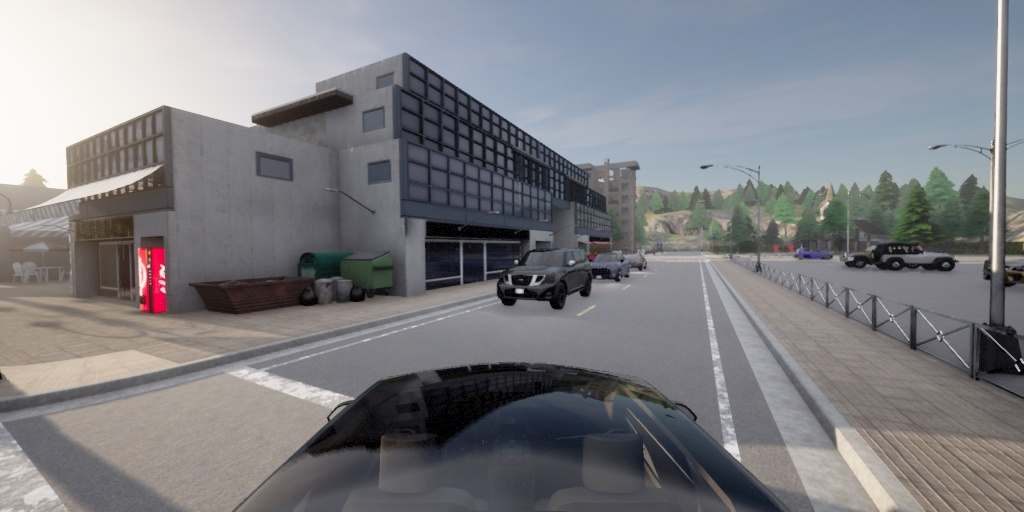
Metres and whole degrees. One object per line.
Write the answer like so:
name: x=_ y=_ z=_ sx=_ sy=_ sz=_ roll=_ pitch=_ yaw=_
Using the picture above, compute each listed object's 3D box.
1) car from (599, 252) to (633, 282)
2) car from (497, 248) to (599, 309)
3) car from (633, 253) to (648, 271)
car: x=6.039 y=0.580 z=22.643 sx=2.097 sy=1.767 sz=4.553 roll=0 pitch=1 yaw=27
car: x=1.513 y=0.703 z=13.909 sx=2.150 sy=2.045 sz=5.566 roll=0 pitch=1 yaw=27
car: x=10.751 y=0.490 z=31.725 sx=1.812 sy=1.442 sz=4.674 roll=0 pitch=1 yaw=28
